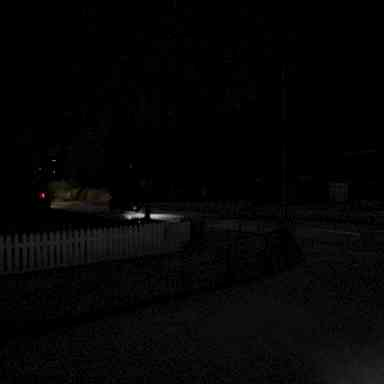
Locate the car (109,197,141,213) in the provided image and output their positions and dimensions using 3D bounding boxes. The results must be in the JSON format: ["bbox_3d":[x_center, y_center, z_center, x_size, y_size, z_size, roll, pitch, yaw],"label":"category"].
[{"bbox_3d":[-6.887,1.301,33.898,2.128,1.511,4.902,-1,1,-35],"label":"car"}]
